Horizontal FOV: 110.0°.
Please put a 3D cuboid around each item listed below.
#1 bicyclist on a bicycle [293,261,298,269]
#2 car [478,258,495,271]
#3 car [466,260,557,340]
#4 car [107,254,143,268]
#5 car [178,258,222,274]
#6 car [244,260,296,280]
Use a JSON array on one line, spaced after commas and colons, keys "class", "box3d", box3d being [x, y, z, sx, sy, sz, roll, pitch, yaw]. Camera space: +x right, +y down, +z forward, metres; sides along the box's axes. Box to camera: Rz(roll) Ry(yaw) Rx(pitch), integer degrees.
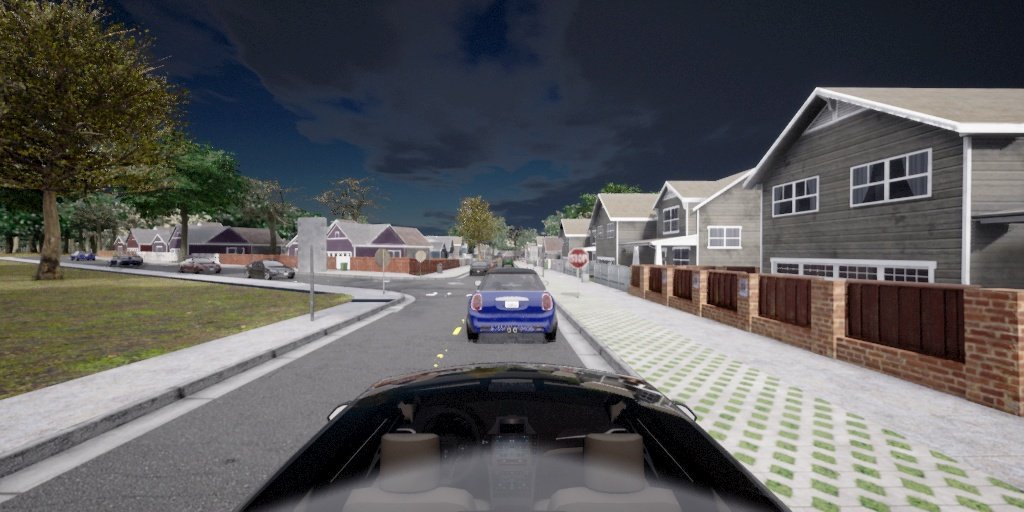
[{"class": "bicyclist on a bicycle", "box3d": [-20.790, 0.691, 35.459, 0.582, 1.620, 1.656, 1, 1, 29]}, {"class": "car", "box3d": [-3.472, 1.151, 49.336, 2.097, 1.767, 4.553, 0, 0, -1]}, {"class": "car", "box3d": [-0.017, 1.103, 10.129, 2.097, 1.767, 4.553, 0, 0, 0]}, {"class": "car", "box3d": [-46.309, 0.694, 42.876, 4.718, 1.301, 1.895, 1, 1, 29]}, {"class": "car", "box3d": [-28.999, 0.890, 33.294, 4.674, 1.442, 1.812, 1, 1, 28]}, {"class": "car", "box3d": [-18.784, 1.043, 27.667, 4.674, 1.442, 1.812, 1, 1, 29]}]
